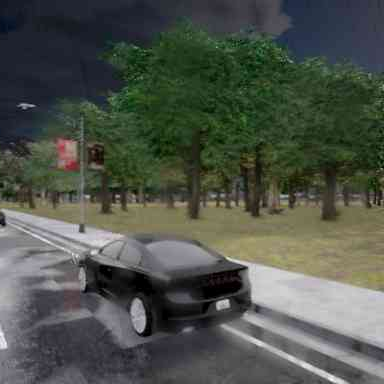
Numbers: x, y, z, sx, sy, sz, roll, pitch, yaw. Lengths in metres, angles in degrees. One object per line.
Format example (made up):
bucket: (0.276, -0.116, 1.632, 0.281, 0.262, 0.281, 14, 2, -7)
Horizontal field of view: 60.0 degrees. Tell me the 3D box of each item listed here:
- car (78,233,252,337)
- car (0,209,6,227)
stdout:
car: (-0.947, 1.619, 7.137, 1.882, 1.535, 5.008, 1, -1, -35)
car: (-16.771, 2.102, 27.836, 1.837, 1.490, 4.892, 1, -1, -35)
